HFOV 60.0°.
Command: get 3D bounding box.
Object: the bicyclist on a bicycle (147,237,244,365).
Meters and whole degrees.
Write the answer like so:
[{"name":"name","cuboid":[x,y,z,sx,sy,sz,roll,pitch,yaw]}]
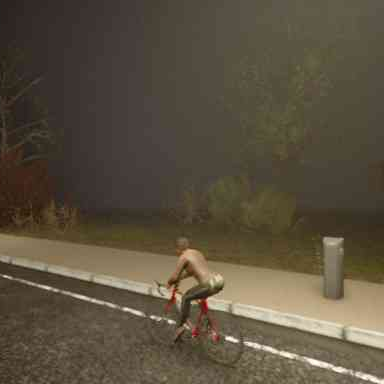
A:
[{"name":"bicyclist on a bicycle","cuboid":[-0.027,1.470,4.645,1.656,1.620,0.582,-1,0,35]}]
